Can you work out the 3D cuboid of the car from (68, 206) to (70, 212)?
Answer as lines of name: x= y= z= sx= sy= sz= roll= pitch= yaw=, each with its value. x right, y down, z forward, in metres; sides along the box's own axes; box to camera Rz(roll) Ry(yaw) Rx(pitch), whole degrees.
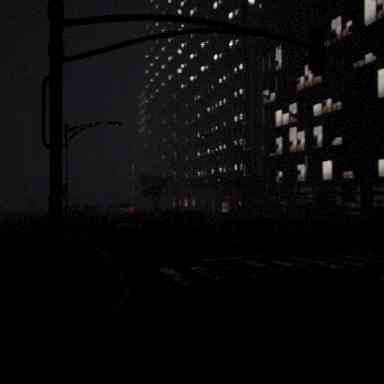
car: x=-22.694 y=3.542 z=65.319 sx=1.887 sy=1.381 sz=4.507 roll=-1 pitch=-1 yaw=-22

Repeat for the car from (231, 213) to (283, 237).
car: x=4.093 y=2.057 z=21.575 sx=2.008 sy=1.369 sz=4.403 roll=-1 pitch=-1 yaw=-22

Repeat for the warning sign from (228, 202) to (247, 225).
warning sign: x=3.886 y=1.819 z=28.484 sx=1.300 sy=1.860 sz=1.060 roll=1 pitch=-1 yaw=-22

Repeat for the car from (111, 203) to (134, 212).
car: x=-10.322 y=2.669 z=50.245 sx=2.150 sy=2.045 sz=5.566 roll=0 pitch=-2 yaw=-22

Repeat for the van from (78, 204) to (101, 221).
van: x=-12.131 y=2.486 z=39.273 sx=1.690 sy=1.788 sz=3.998 roll=-1 pitch=-1 yaw=-22

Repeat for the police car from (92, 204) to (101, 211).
police car: x=-26.339 y=4.245 z=91.871 sx=1.930 sy=1.638 sz=5.238 roll=0 pitch=-2 yaw=-22

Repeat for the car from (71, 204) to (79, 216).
car: x=-18.467 y=3.204 z=54.898 sx=2.008 sy=1.369 sz=4.403 roll=-1 pitch=-1 yaw=-22

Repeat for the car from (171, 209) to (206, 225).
car: x=-0.133 y=2.402 z=31.996 sx=1.947 sy=1.339 sz=4.313 roll=-1 pitch=-1 yaw=-22

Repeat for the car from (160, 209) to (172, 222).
car: x=-2.247 y=2.569 z=37.206 sx=1.947 sy=1.339 sz=4.313 roll=-1 pitch=-1 yaw=-22

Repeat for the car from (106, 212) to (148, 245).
car: x=-3.672 y=2.031 z=18.425 sx=2.008 sy=1.369 sz=4.403 roll=-1 pitch=-1 yaw=-22

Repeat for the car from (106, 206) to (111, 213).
car: x=-14.268 y=3.244 z=59.970 sx=1.882 sy=1.535 sz=5.008 roll=0 pitch=-2 yaw=-22

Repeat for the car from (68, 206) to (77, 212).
car: x=-29.033 y=4.062 z=80.948 sx=1.887 sy=1.381 sz=4.507 roll=-1 pitch=-1 yaw=-22
